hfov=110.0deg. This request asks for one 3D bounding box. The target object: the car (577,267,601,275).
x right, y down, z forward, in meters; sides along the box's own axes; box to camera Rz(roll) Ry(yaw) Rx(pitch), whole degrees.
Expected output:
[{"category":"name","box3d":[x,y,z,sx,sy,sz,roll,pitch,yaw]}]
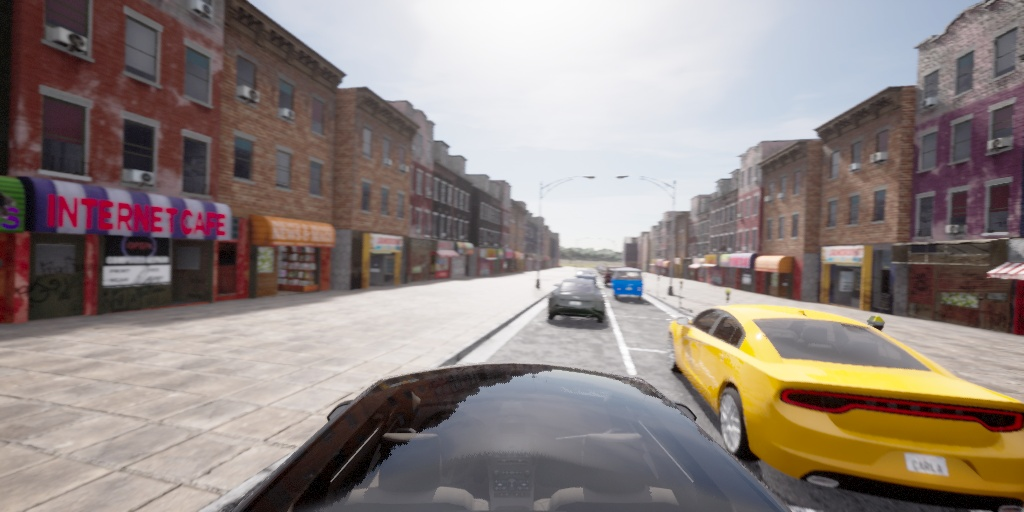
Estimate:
[{"category":"car","box3d":[6.274,1.908,30.499,2.033,1.411,5.357,2,-1,13]}]

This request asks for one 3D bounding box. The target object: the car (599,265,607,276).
[{"category":"car","box3d":[9.265,1.823,32.377,2.192,1.841,5.009,0,0,13]}]

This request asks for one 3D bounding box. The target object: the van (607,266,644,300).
[{"category":"van","box3d":[6.849,1.617,21.581,1.690,1.789,3.998,0,0,13]}]

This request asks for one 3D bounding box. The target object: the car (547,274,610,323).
[{"category":"car","box3d":[2.520,1.564,13.727,1.994,1.385,4.181,2,-1,13]}]

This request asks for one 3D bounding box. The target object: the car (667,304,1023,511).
[{"category":"car","box3d":[3.562,1.415,5.029,1.882,1.535,5.008,2,-1,13]}]
